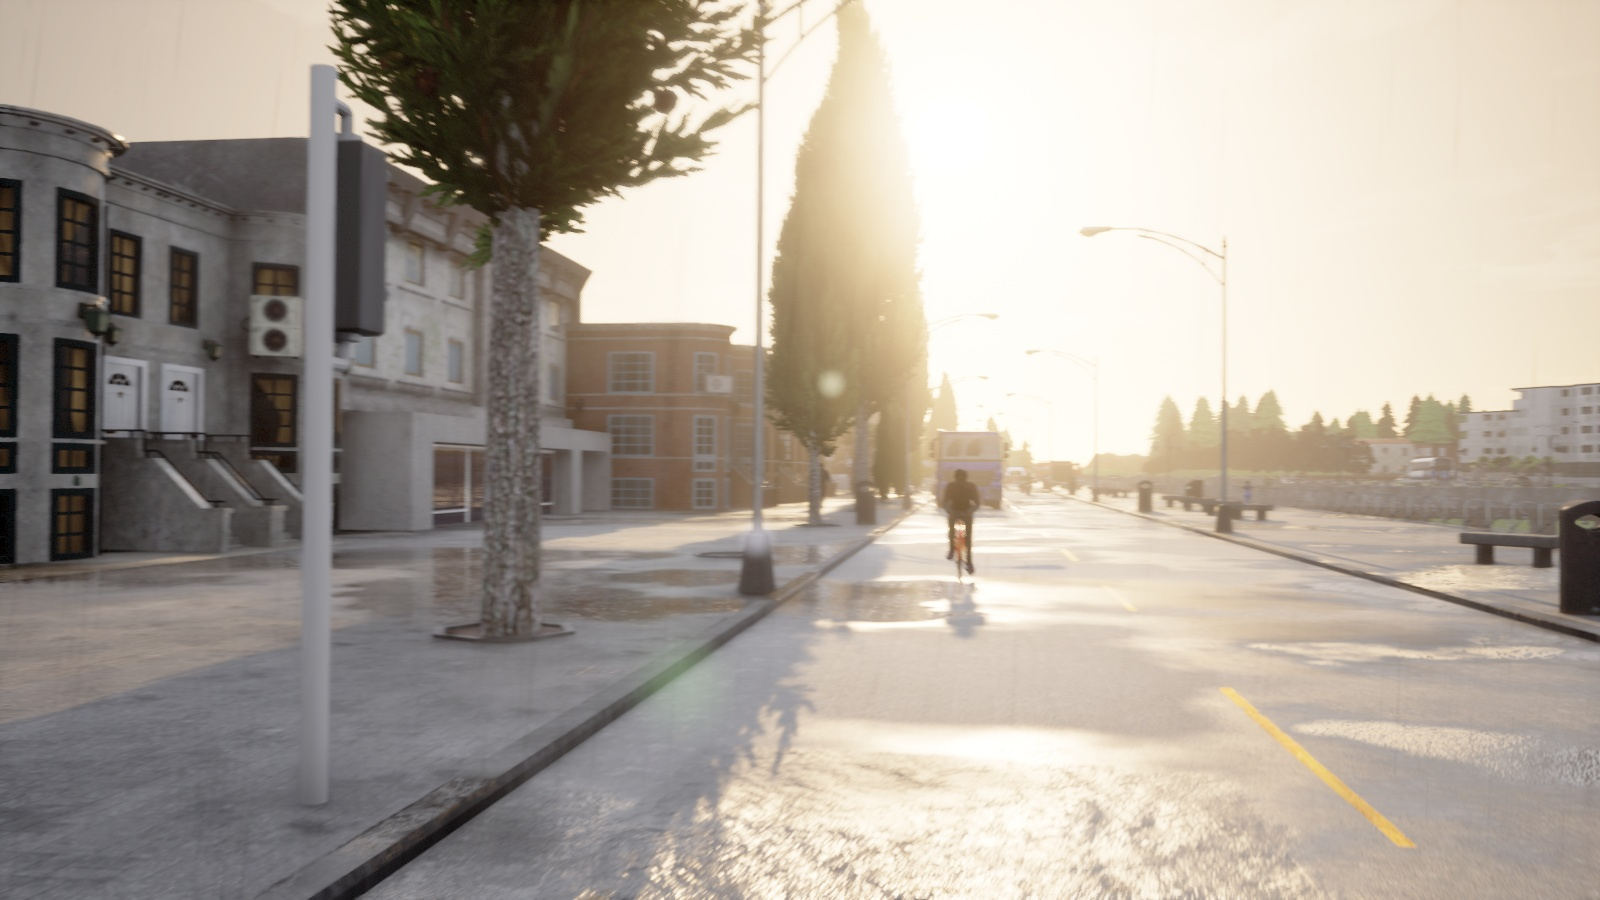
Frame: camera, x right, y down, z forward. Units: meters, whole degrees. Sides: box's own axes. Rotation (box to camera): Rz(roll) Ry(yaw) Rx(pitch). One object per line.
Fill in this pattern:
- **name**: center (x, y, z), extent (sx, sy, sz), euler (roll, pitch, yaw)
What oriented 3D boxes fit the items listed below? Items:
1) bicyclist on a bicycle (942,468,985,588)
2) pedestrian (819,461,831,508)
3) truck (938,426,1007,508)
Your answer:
- **bicyclist on a bicycle**: center (2.340, 1.069, 17.893), extent (0.582, 1.620, 1.656), euler (0, -1, 8)
- **pedestrian**: center (0.976, 1.355, 49.526), extent (0.370, 1.835, 0.726), euler (0, -1, 10)
- **truck**: center (7.802, 0.786, 56.729), extent (2.891, 3.462, 7.936), euler (0, -1, 8)
